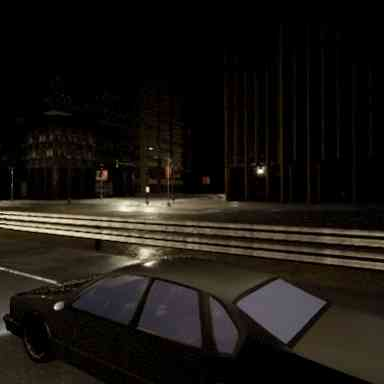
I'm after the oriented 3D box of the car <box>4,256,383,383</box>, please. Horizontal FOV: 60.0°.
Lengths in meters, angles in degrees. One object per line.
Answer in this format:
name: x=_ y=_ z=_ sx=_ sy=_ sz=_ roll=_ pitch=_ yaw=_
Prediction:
car: x=-0.228 y=1.573 z=4.164 sx=5.357 sy=1.411 sz=2.033 roll=-1 pitch=0 yaw=36
